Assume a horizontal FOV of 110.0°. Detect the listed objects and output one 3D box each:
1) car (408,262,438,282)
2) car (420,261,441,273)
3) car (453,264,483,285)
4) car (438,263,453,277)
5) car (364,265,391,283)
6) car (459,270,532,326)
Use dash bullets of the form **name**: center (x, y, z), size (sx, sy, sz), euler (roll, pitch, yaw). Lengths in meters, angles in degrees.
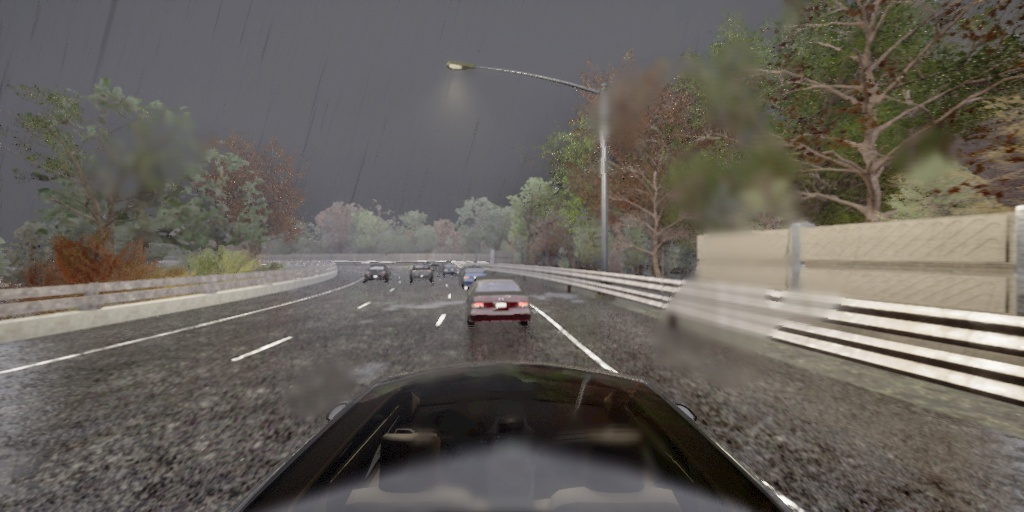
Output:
- **car**: center (-7.845, 1.413, 30.929), size (2.128, 1.511, 4.902), euler (0, 0, -15)
- **car**: center (-11.369, 1.535, 49.583), size (1.837, 1.490, 4.892), euler (0, 0, -26)
- **car**: center (-2.830, 1.433, 25.409), size (2.033, 1.411, 5.357), euler (0, 0, -12)
- **car**: center (-7.128, 1.517, 39.711), size (2.033, 1.411, 5.357), euler (0, 0, -20)
- **car**: center (-11.252, 1.447, 30.166), size (1.812, 1.442, 4.674), euler (0, 0, -15)
- **car**: center (-0.589, 1.354, 11.906), size (2.033, 1.411, 5.357), euler (0, 0, -7)
